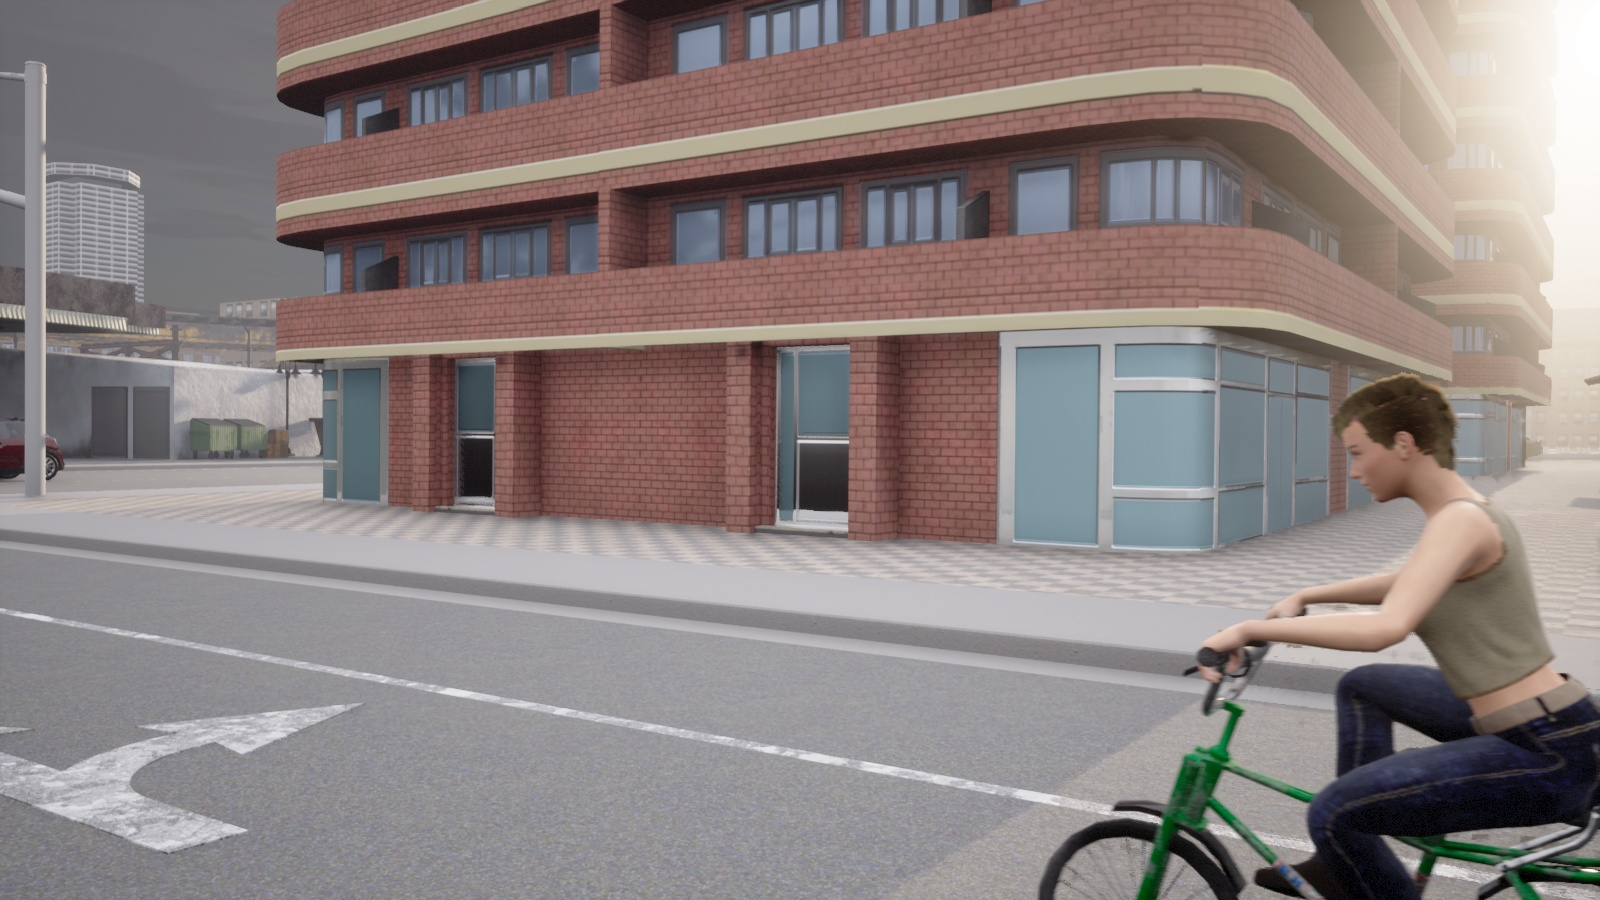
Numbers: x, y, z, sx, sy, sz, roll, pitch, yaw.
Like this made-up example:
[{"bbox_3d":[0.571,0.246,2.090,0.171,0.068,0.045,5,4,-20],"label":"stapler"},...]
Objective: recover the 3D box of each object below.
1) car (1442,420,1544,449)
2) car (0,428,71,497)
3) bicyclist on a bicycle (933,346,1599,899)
[{"bbox_3d":[39.458,-0.864,71.520,4.892,1.490,1.837,-1,0,34],"label":"car"},{"bbox_3d":[-21.615,0.335,32.207,2.097,1.767,4.553,0,1,32],"label":"car"},{"bbox_3d":[1.181,0.618,2.843,1.509,1.612,0.866,0,1,33],"label":"bicyclist on a bicycle"}]
